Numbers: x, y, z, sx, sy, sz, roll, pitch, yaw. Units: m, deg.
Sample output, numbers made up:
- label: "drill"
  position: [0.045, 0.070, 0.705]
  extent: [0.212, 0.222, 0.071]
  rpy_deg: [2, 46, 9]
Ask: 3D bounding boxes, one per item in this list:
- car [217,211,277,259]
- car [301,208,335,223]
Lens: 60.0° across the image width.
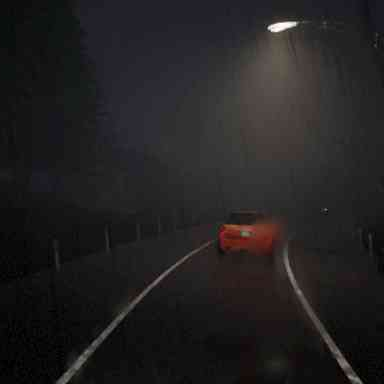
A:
- label: "car"
  position: [2.407, 1.545, 13.769]
  extent: [2.097, 1.767, 4.553]
  rpy_deg: [1, -1, 14]
- label: "car"
  position: [13.026, 2.320, 34.211]
  extent: [2.033, 1.411, 5.357]
  rpy_deg: [3, 0, 40]
